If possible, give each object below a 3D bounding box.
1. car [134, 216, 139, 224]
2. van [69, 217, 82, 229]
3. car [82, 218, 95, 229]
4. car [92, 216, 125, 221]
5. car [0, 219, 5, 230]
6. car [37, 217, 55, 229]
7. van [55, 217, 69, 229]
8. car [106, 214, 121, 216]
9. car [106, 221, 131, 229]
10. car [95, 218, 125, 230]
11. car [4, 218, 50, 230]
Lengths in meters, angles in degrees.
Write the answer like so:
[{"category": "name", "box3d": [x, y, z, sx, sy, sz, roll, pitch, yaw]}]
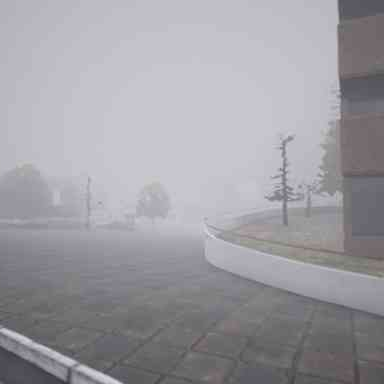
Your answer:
[{"category": "car", "box3d": [-16.790, 8.161, 88.952, 2.163, 1.488, 4.792, 0, 1, 10]}, {"category": "van", "box3d": [-21.635, 5.252, 56.342, 4.442, 1.987, 1.878, 0, -6, 5]}, {"category": "car", "box3d": [-20.473, 5.762, 59.047, 4.892, 1.521, 2.231, 0, -6, 5]}, {"category": "car", "box3d": [-16.687, 6.368, 67.251, 5.566, 2.045, 2.435, 0, -6, 5]}, {"category": "car", "box3d": [-26.836, 4.371, 45.394, 4.674, 1.452, 2.002, 0, -6, 5]}, {"category": "car", "box3d": [-24.486, 4.901, 50.880, 5.366, 1.575, 1.946, 0, -6, 5]}, {"category": "van", "box3d": [-22.908, 4.965, 53.609, 4.442, 1.987, 1.878, 0, -6, 5]}, {"category": "car", "box3d": [-21.892, 7.952, 92.088, 2.185, 1.767, 4.553, 0, 1, 10]}, {"category": "car", "box3d": [-15.396, 6.944, 69.951, 4.674, 1.452, 2.002, 0, -6, 5]}, {"category": "car", "box3d": [-14.472, 5.959, 59.671, 1.837, 1.490, 4.892, -1, -6, 25]}, {"category": "car", "box3d": [-21.709, 4.417, 44.035, 1.895, 1.301, 4.718, -1, -6, 25]}]
